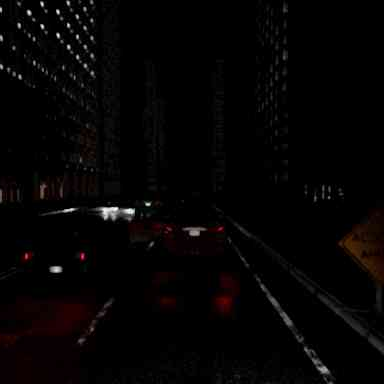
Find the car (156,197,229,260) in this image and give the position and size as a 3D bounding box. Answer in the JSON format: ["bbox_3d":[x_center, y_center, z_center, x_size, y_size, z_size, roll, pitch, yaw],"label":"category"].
[{"bbox_3d":[0.084,1.229,12.011,2.097,1.767,4.553,0,0,0],"label":"car"}]

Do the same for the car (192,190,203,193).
[{"bbox_3d":[1.114,0.507,71.128,2.150,2.045,5.566,0,1,0],"label":"car"}]

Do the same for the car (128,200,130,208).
[{"bbox_3d":[-6.605,1.186,41.022,1.895,1.301,4.718,0,1,0],"label":"car"}]

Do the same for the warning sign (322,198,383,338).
[{"bbox_3d":[2.863,1.063,5.077,1.300,1.860,1.060,1,2,0],"label":"warning sign"}]

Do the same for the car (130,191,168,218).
[{"bbox_3d":[-3.168,0.953,26.614,2.150,2.045,5.566,0,1,0],"label":"car"}]

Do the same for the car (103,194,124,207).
[{"bbox_3d":[-9.851,1.068,42.086,2.128,1.511,4.902,0,0,0],"label":"car"}]

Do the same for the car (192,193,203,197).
[{"bbox_3d":[0.085,1.167,30.620,1.882,1.535,5.008,0,1,0],"label":"car"}]

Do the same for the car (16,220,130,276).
[{"bbox_3d":[-3.170,1.499,9.996,1.895,1.301,4.718,0,1,0],"label":"car"}]
